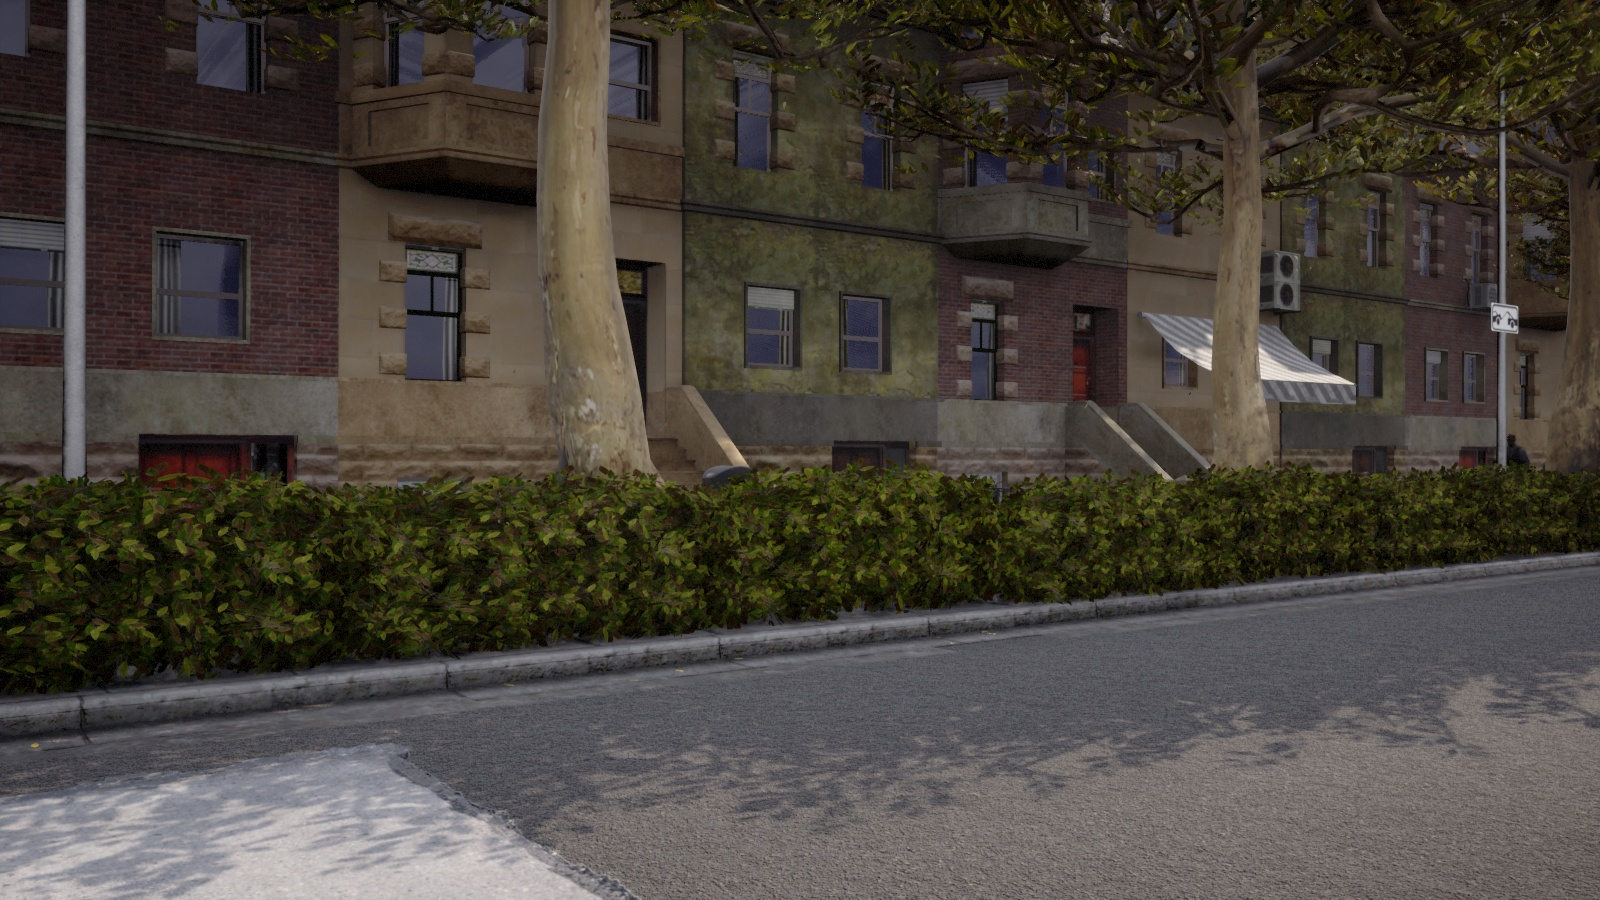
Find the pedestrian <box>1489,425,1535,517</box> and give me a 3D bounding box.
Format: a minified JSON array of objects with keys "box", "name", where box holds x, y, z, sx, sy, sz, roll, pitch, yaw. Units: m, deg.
[{"box":[14.889,0.434,26.260,0.849,1.883,0.563,0,0,-39],"name":"pedestrian"}]
